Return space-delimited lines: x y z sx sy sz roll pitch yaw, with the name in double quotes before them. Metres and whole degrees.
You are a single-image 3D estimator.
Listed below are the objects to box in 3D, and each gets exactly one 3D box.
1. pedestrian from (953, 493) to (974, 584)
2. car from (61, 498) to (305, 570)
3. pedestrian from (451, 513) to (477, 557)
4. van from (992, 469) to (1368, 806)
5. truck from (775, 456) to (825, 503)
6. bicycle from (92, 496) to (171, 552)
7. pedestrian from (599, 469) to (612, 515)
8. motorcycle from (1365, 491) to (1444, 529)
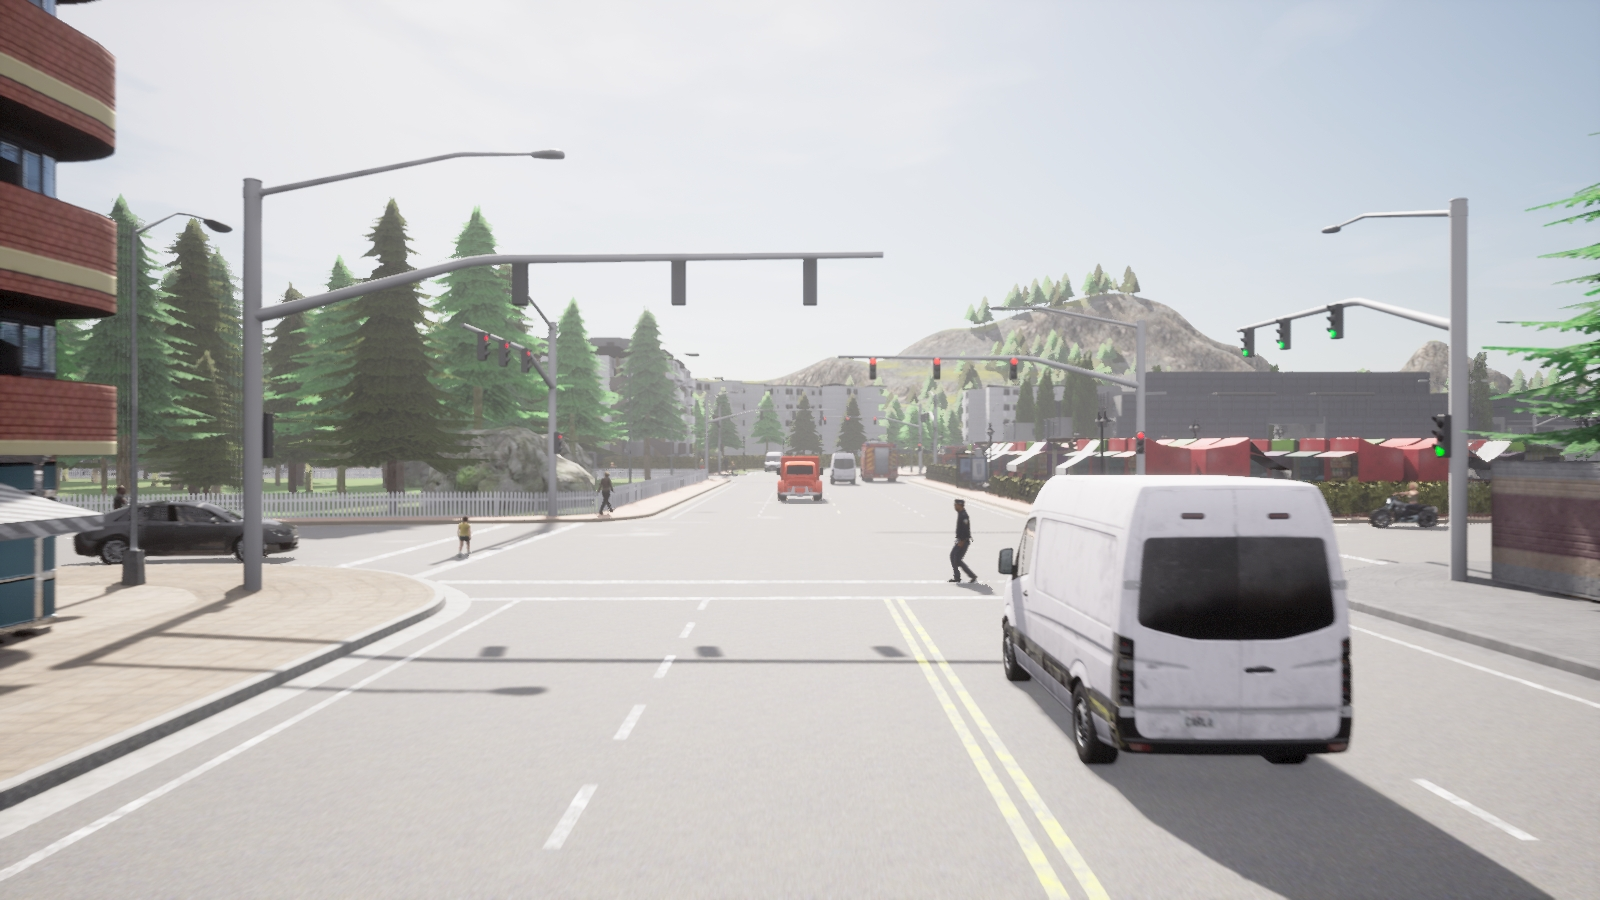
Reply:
"pedestrian" 3.412 1.843 23.820 0.375 1.860 0.375 0 0 -3
"car" -14.968 2.007 28.051 4.892 1.480 2.231 0 0 -16
"pedestrian" -8.629 2.175 29.349 0.500 1.100 0.500 0 0 0
"van" 3.505 1.534 11.997 1.988 2.561 5.915 0 0 0
"truck" -0.003 1.567 62.898 2.627 2.467 5.204 0 0 0
"bicycle" -18.199 2.005 31.124 1.835 1.471 0.329 0 0 -15
"pedestrian" -7.898 1.697 46.339 0.375 1.860 0.375 0 0 23
"motorcycle" 21.139 2.099 39.992 2.356 1.307 0.764 0 0 0
